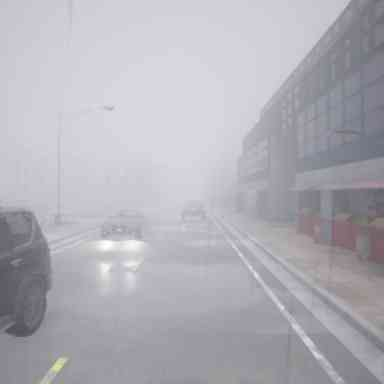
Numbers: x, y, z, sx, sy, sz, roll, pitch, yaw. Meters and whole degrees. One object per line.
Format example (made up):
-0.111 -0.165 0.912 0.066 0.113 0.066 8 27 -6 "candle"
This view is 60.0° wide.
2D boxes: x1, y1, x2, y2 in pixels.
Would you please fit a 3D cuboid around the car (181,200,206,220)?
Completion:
0.152 1.484 29.714 2.097 1.767 4.553 0 0 0 "car"

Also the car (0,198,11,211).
-24.929 1.476 40.695 4.514 1.523 2.007 0 0 0 "car"

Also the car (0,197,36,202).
-17.584 1.292 30.596 5.027 1.636 2.152 0 0 0 "car"

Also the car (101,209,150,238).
-3.470 1.642 17.933 1.994 1.385 4.181 0 0 1 "car"

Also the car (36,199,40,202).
-17.890 1.399 37.014 3.806 1.475 1.970 0 0 0 "car"

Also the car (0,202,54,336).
-3.593 1.238 3.825 2.150 2.045 5.566 0 0 0 "car"

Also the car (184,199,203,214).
0.148 1.667 39.591 2.128 1.511 4.902 0 0 1 "car"
